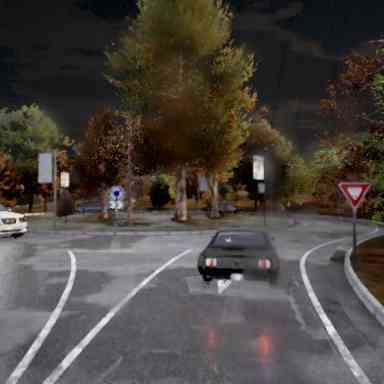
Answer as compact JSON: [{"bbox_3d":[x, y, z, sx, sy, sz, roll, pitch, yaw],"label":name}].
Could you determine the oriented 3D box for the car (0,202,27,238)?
[{"bbox_3d":[-11.412,1.460,18.015,5.566,2.045,2.150,0,-1,30],"label":"car"}]

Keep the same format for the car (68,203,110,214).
[{"bbox_3d":[-14.126,2.174,45.814,5.357,1.411,2.033,-1,-1,-39],"label":"car"}]

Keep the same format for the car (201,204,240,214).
[{"bbox_3d":[4.065,2.353,47.458,5.357,1.411,2.033,0,-1,29],"label":"car"}]

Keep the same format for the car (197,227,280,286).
[{"bbox_3d":[1.472,1.680,9.714,1.895,1.301,4.718,0,-1,11],"label":"car"}]
